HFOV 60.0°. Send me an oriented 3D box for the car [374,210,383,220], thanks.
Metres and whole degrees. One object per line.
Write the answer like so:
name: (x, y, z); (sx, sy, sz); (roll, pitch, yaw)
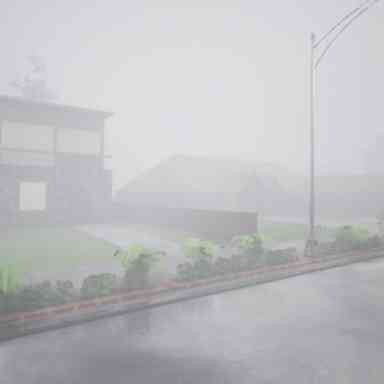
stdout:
car: (16.115, 1.649, 23.731); (5.357, 1.415, 2.033); (0, 0, 15)
